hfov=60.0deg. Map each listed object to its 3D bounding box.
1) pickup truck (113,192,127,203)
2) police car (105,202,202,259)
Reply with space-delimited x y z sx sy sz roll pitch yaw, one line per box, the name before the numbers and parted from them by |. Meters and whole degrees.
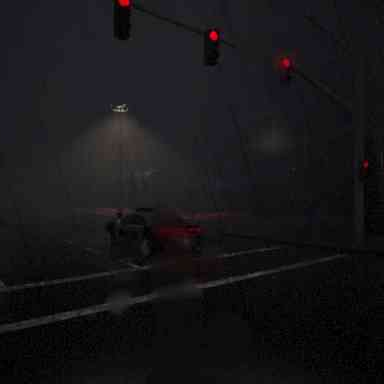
pickup truck | -8.918 1.058 43.739 2.390 2.098 6.274 0 0 -7
police car | -1.752 1.425 12.973 1.930 1.638 5.238 0 0 -38
